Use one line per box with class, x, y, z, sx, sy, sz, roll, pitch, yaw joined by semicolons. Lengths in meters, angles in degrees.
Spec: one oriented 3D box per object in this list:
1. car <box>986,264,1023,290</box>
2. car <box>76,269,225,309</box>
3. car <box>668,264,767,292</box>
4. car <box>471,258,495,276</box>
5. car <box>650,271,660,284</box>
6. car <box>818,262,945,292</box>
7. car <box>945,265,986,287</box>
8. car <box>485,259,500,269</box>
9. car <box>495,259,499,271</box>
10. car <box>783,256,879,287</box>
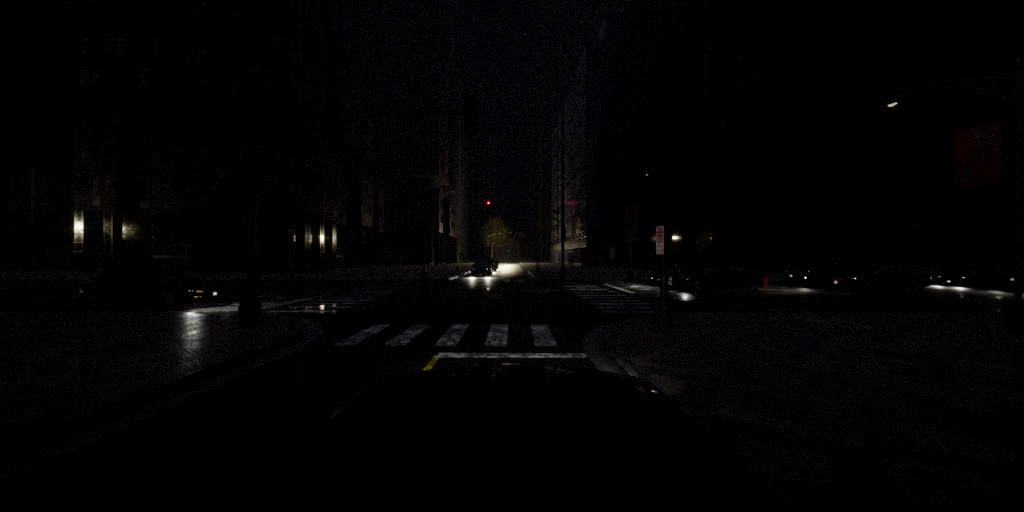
car;31.944;1.007;20.845;5.566;2.045;2.150;0;0;0
car;-14.279;1.252;14.327;4.892;1.490;1.837;0;0;1
car;12.007;1.237;20.937;5.008;1.535;1.882;0;0;1
car;-3.101;1.227;37.513;1.882;1.535;5.008;0;0;1
car;11.854;1.258;24.194;4.892;1.490;1.837;0;0;-1
car;21.331;1.262;20.894;4.902;1.511;2.128;0;0;0
car;32.040;1.327;24.094;5.357;1.411;2.033;0;0;0
car;-3.125;1.241;57.209;2.128;1.511;4.902;0;0;0
car;-3.115;1.101;47.293;2.097;1.767;4.553;0;0;0
car;21.585;0.986;24.129;5.566;2.045;2.150;0;0;1
